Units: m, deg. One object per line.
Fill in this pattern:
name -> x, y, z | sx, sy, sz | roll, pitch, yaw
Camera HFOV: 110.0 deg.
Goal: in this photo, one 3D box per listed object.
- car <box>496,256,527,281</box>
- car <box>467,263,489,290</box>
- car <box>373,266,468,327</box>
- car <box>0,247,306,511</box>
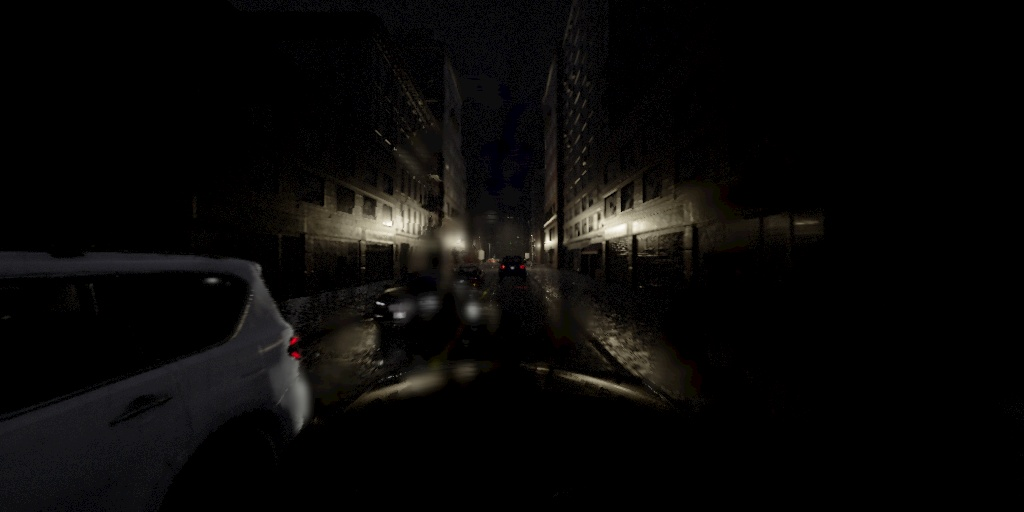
car -> 0.044, 1.005, 29.978 | 2.150, 2.045, 5.566 | 0, 0, 0
car -> -2.798, 1.337, 22.704 | 1.994, 1.385, 4.181 | 0, 0, 1
car -> -2.860, 1.251, 11.617 | 2.128, 1.511, 4.902 | 0, 0, 0
car -> -2.835, 0.975, 0.737 | 2.150, 2.045, 5.566 | 0, 0, 1
